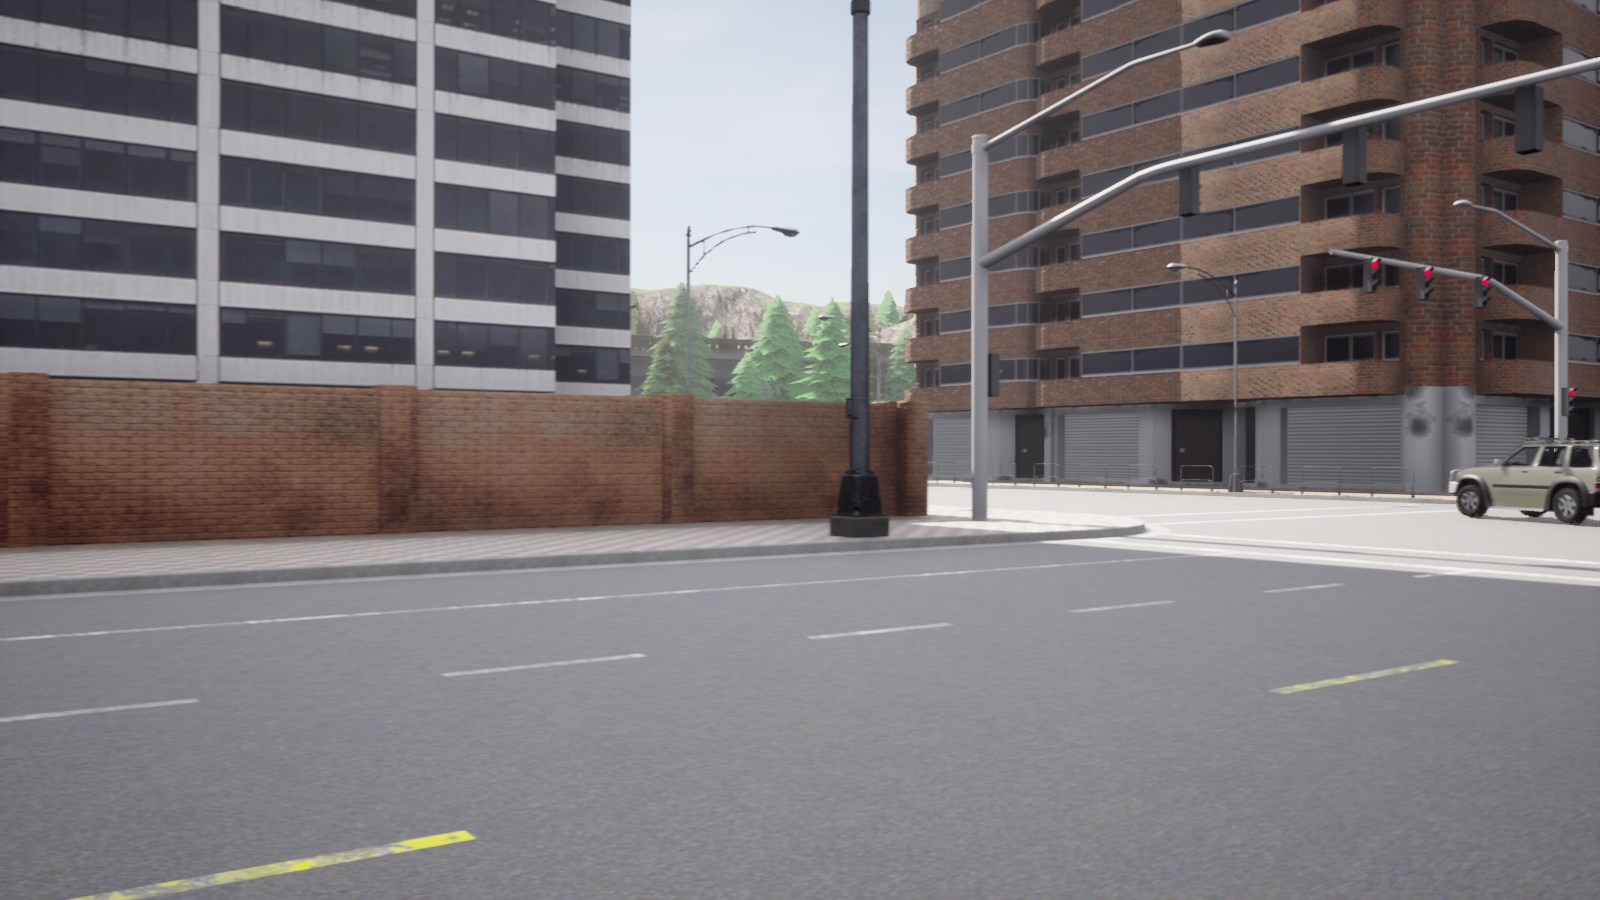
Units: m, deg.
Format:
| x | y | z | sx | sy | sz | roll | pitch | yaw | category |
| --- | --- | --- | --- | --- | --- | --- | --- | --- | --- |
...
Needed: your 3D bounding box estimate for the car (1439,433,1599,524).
| x | y | z | sx | sy | sz | roll | pitch | yaw | category |
| --- | --- | --- | --- | --- | --- | --- | --- | --- | --- |
| 16.765 | 0.595 | 28.077 | 1.932 | 1.855 | 4.605 | 0 | 0 | -12 | car |
